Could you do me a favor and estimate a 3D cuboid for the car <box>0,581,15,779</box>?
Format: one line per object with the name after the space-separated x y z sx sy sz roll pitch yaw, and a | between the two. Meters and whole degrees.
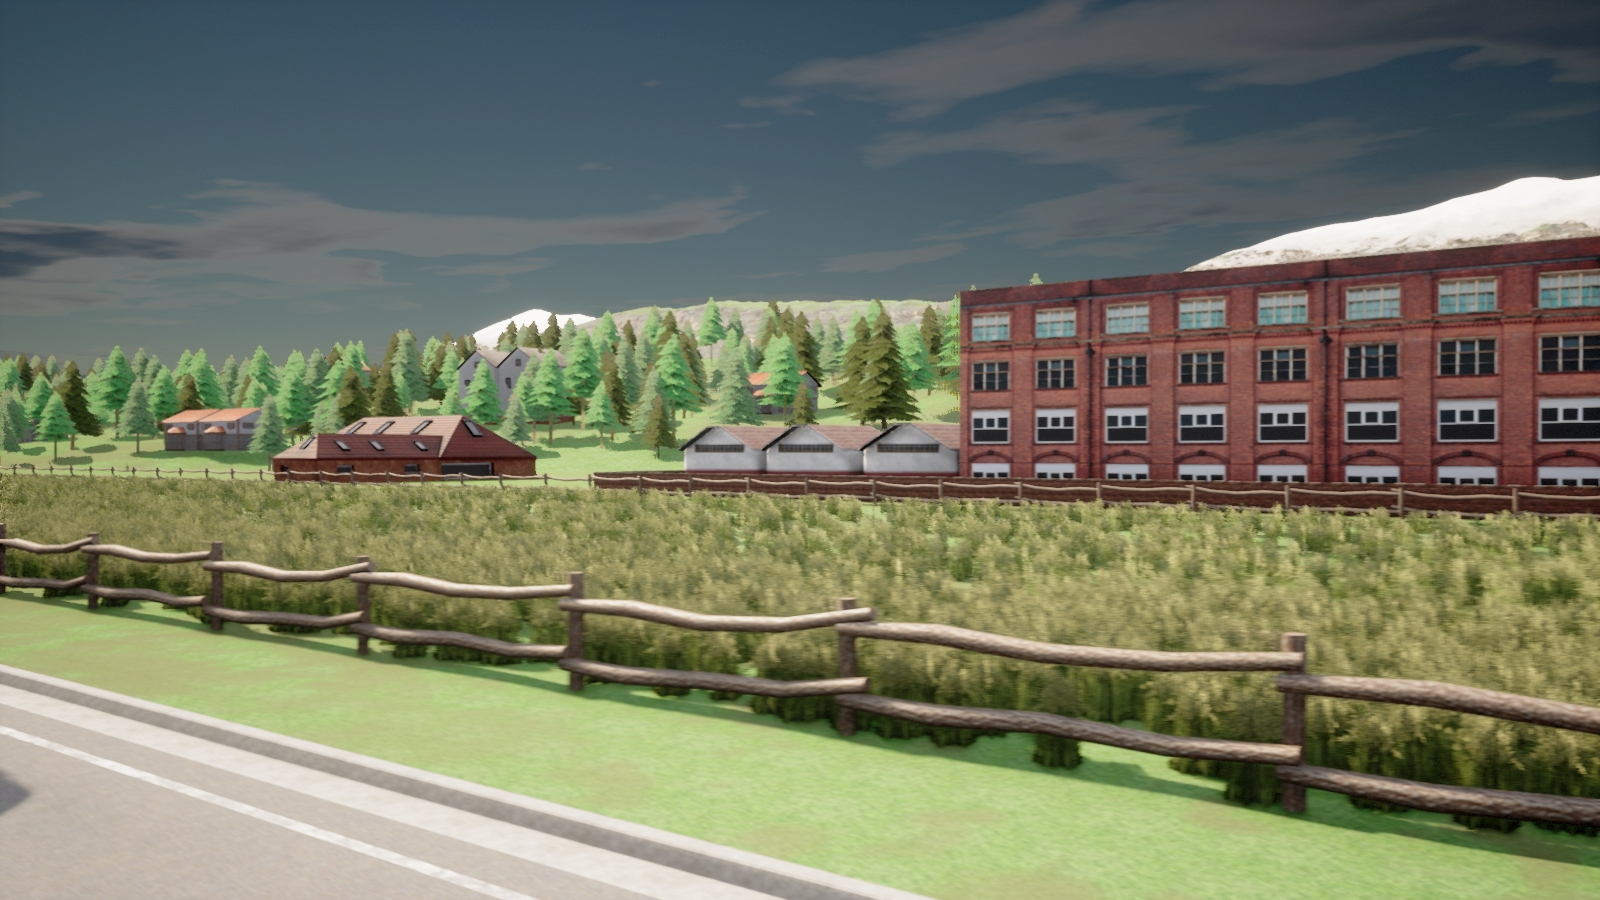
-9.306 1.972 10.240 4.611 1.667 2.242 0 0 35 | car
